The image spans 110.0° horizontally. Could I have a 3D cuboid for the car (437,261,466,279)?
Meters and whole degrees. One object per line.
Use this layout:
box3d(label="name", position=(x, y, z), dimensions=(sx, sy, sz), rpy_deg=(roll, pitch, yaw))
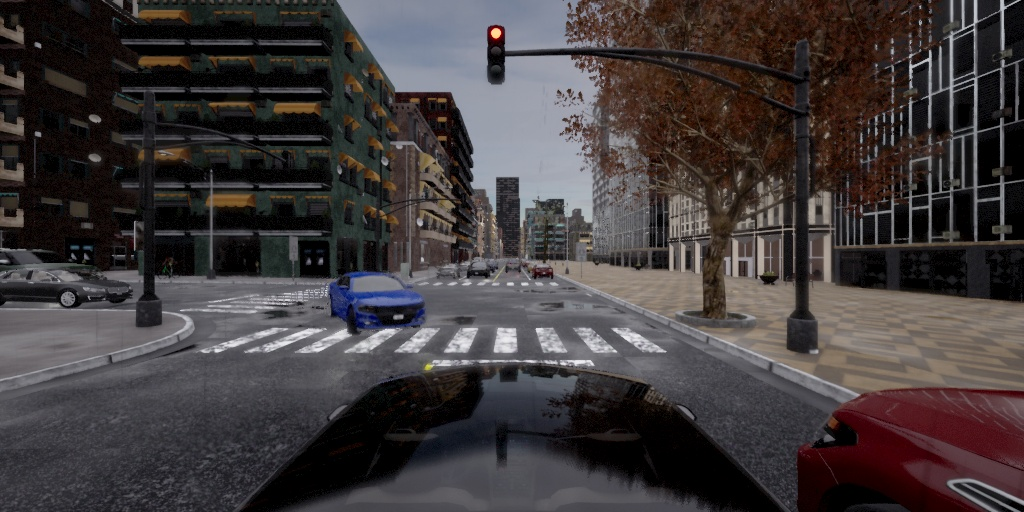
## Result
box3d(label="car", position=(-5.655, 1.313, 32.375), dimensions=(2.007, 1.370, 4.403), rpy_deg=(0, 0, 0))

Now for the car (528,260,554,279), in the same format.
box3d(label="car", position=(2.725, 1.307, 32.365), dimensions=(1.888, 1.381, 4.507), rpy_deg=(0, 0, 0))

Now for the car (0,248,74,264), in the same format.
box3d(label="car", position=(-21.262, 0.699, 15.519), dimensions=(5.566, 2.045, 2.150), rpy_deg=(1, 0, -1))

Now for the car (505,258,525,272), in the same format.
box3d(label="car", position=(0.148, 1.265, 45.774), dimensions=(2.128, 1.511, 4.902), rpy_deg=(0, 0, 0))

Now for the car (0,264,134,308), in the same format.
box3d(label="car", position=(-16.422, 1.092, 12.970), dimensions=(4.403, 1.370, 2.007), rpy_deg=(0, 0, -1))

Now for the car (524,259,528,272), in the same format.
box3d(label="car", position=(2.737, 1.298, 43.601), dimensions=(1.751, 1.417, 4.829), rpy_deg=(0, 0, 0))

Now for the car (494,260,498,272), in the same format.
box3d(label="car", position=(-3.035, 1.374, 43.683), dimensions=(1.895, 1.301, 4.718), rpy_deg=(0, 0, 0))

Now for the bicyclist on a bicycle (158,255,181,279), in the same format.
box3d(label="bicyclist on a bicycle", position=(-23.144, 0.761, 24.238), dimensions=(0.582, 1.620, 1.656), rpy_deg=(1, 0, -1))

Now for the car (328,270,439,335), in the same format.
box3d(label="car", position=(-4.220, 1.230, 10.862), dimensions=(1.882, 1.535, 5.008), rpy_deg=(2, -1, -35))

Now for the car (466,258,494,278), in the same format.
box3d(label="car", position=(-3.059, 1.241, 33.660), dimensions=(1.882, 1.535, 5.008), rpy_deg=(0, 0, 0))
